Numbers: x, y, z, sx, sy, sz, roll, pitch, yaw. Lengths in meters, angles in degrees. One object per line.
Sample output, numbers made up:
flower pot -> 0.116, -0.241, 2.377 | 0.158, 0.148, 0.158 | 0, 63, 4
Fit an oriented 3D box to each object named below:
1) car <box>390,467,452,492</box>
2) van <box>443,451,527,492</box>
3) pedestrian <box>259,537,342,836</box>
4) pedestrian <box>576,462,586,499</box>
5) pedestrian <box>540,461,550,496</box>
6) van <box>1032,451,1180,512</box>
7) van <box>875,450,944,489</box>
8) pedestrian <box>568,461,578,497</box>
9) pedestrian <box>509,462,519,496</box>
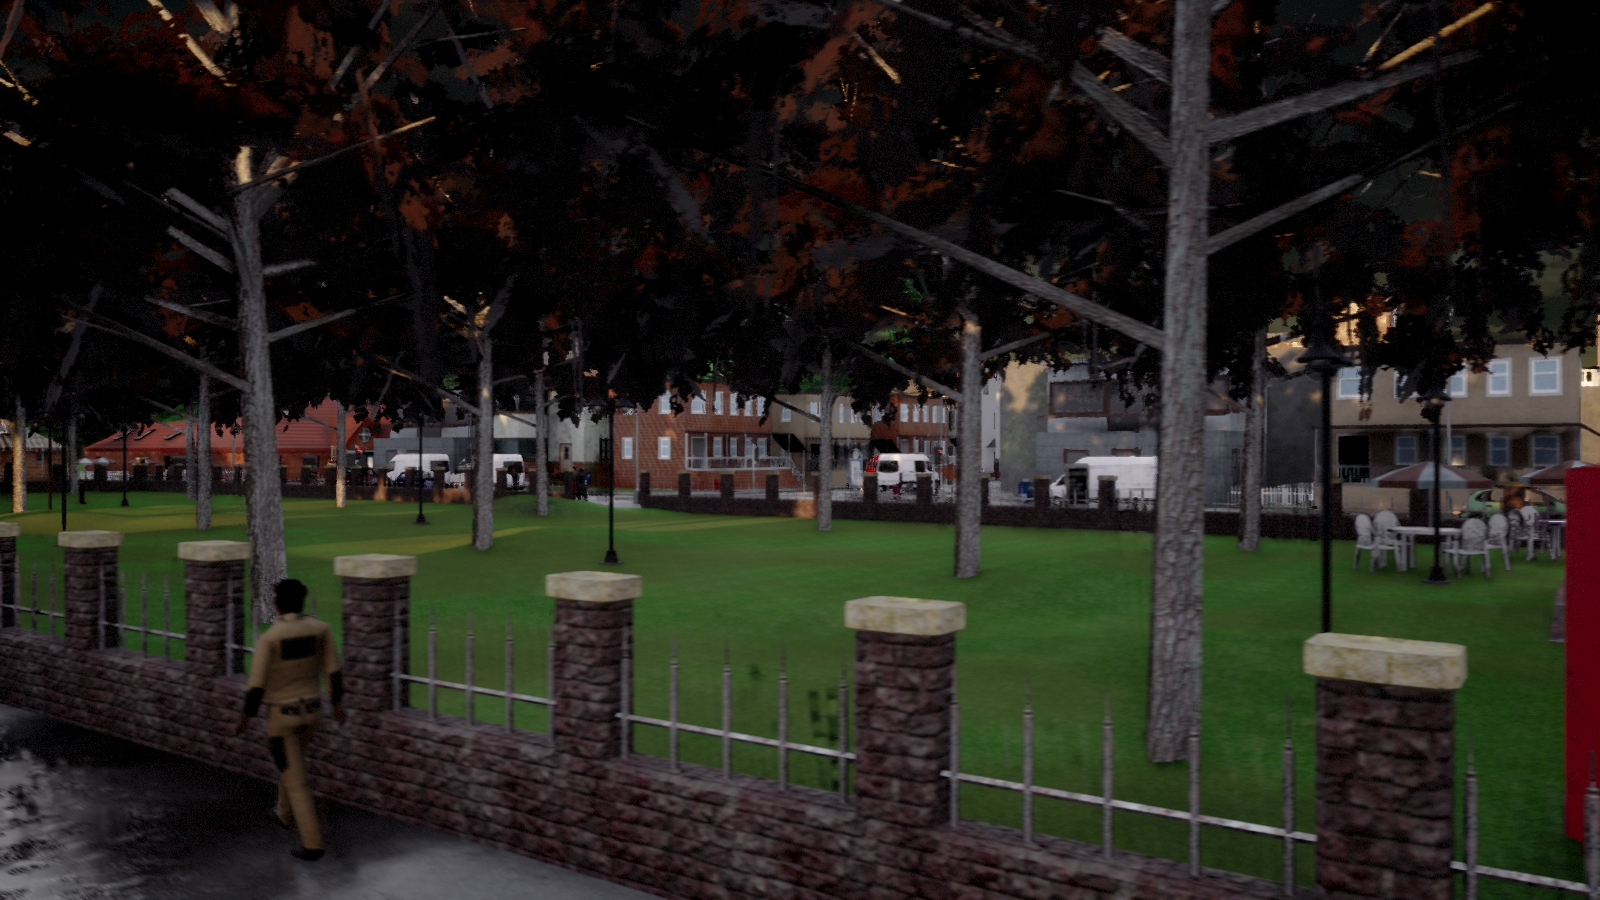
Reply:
car -> -23.563, 1.817, 70.989 | 3.633, 1.501, 1.845 | 0, 0, 36
van -> -20.179, 1.314, 73.002 | 5.915, 2.561, 1.988 | 0, 0, 38
pedestrian -> -3.288, 1.525, 7.525 | 0.375, 1.860, 0.375 | 0, 0, 41
pedestrian -> -11.139, 1.524, 58.054 | 0.375, 1.860, 0.375 | 0, 0, 43
pedestrian -> -13.635, 1.524, 61.102 | 0.375, 1.860, 0.375 | 0, 0, -37
van -> 13.378, 1.314, 50.151 | 5.915, 2.561, 1.988 | 0, 0, 35
van -> 7.535, 1.314, 78.169 | 1.988, 2.561, 5.915 | 0, 0, 36
pedestrian -> -11.895, 1.524, 59.863 | 0.375, 1.860, 0.375 | 0, 0, -36
pedestrian -> -16.120, 1.628, 64.465 | 0.375, 1.860, 0.375 | 0, 0, 37
